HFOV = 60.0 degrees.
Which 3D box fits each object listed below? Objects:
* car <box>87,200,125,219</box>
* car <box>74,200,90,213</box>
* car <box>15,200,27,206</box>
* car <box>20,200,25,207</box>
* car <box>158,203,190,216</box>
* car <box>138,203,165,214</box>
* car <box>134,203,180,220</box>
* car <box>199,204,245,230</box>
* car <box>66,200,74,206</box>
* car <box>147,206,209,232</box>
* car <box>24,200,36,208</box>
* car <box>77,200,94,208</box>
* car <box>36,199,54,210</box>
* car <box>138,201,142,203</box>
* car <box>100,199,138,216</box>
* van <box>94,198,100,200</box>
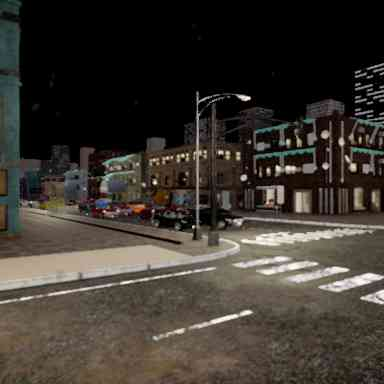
[{"bbox_3d":[-9.021,1.952,34.676,1.967,1.590,4.097,-1,0,-35],"label":"car"},{"bbox_3d":[-14.531,2.202,47.001,2.033,1.411,5.357,0,-1,-35],"label":"car"},{"bbox_3d":[-41.056,2.650,79.814,2.008,1.369,4.403,-1,0,-35],"label":"car"},{"bbox_3d":[-37.854,2.483,75.300,1.967,1.590,4.097,-1,0,-35],"label":"car"},{"bbox_3d":[-2.185,2.081,39.527,1.802,1.307,4.206,-1,0,-35],"label":"car"},{"bbox_3d":[-5.388,2.143,44.041,1.802,1.307,4.206,-1,0,-35],"label":"car"},{"bbox_3d":[-3.377,2.003,31.223,1.994,1.385,4.181,0,-1,-35],"label":"car"},{"bbox_3d":[1.741,1.864,24.014,1.812,1.442,4.674,0,-1,-37],"label":"car"},{"bbox_3d":[-27.815,2.539,75.638,1.947,1.339,4.313,-1,0,-35],"label":"car"},{"bbox_3d":[-1.086,1.920,23.289,1.947,1.339,4.313,-1,0,-35],"label":"car"},{"bbox_3d":[-31.445,2.480,66.273,2.008,1.369,4.403,-1,0,-35],"label":"car"},{"bbox_3d":[-21.407,2.403,66.610,1.887,1.381,4.507,-1,0,-35],"label":"car"},{"bbox_3d":[-24.939,2.337,57.106,1.752,1.417,4.829,-1,0,-35],"label":"car"},{"bbox_3d":[-7.791,1.923,42.962,2.097,1.767,4.553,0,-1,-35],"label":"car"},{"bbox_3d":[-8.541,1.892,38.503,2.097,1.767,4.553,0,-1,-35],"label":"car"},{"bbox_3d":[-15.004,2.083,57.583,1.690,1.788,3.998,-1,0,-35],"label":"van"}]
